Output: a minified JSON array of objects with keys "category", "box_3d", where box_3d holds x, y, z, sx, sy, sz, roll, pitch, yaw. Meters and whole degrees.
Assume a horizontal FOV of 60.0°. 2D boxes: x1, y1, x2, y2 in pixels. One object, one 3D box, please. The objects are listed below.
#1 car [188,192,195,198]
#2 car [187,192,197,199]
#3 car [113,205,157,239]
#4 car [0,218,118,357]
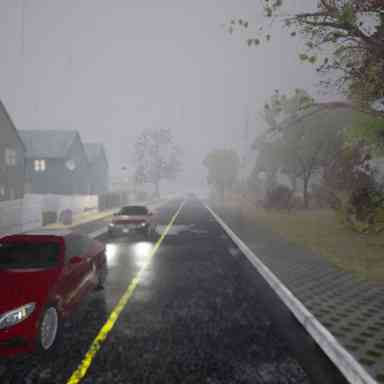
[{"category":"car","box_3d":[-0.069,0.702,87.412,1.837,1.490,4.892,0,0,0]},{"category":"car","box_3d":[-0.060,0.879,76.982,1.837,1.490,4.892,0,0,0]},{"category":"car","box_3d":[-2.851,1.393,16.641,1.812,1.442,4.674,0,0,0]},{"category":"car","box_3d":[-2.851,1.477,6.130,1.812,1.442,4.674,0,0,0]}]
